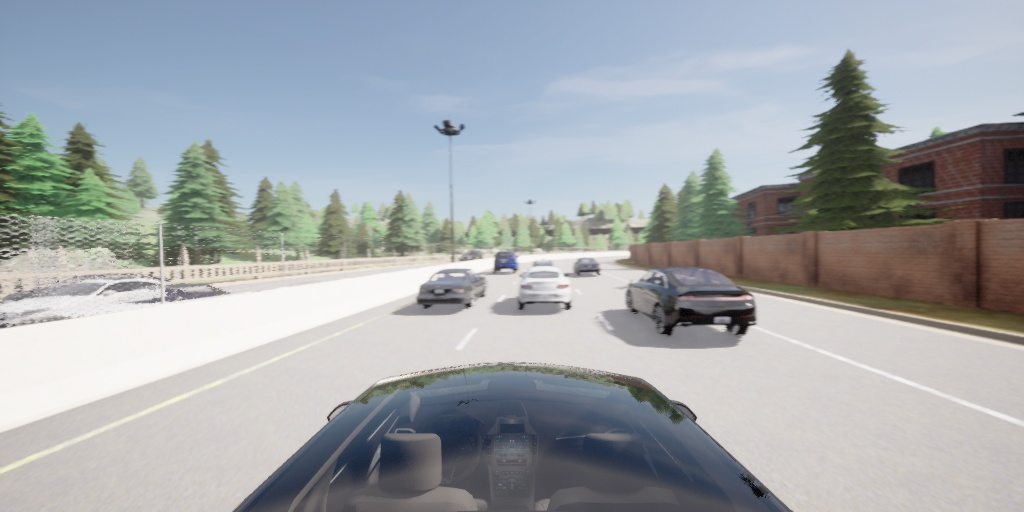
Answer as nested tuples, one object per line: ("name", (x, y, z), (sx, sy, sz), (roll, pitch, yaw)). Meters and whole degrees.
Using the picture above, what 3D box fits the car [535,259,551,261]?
("car", (2.915, 0.885, 33.663), (1.895, 1.301, 4.718), (-1, 1, 5))

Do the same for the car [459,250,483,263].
("car", (-5.689, 0.213, 50.988), (2.150, 2.045, 5.566), (-1, 1, 11))

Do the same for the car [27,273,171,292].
("car", (-13.175, 1.460, 11.617), (1.812, 1.442, 4.674), (-1, 1, 5))

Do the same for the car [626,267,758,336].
("car", (4.400, 1.041, 9.579), (2.128, 1.511, 4.902), (-1, 1, 5))

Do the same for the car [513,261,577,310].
("car", (1.219, 1.099, 13.655), (1.812, 1.442, 4.674), (-1, 1, 5))

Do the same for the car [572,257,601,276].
("car", (6.076, 0.809, 29.520), (2.033, 1.411, 5.357), (-1, 1, 5))

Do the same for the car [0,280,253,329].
("car", (-9.813, 1.478, 9.947), (1.895, 1.301, 4.718), (-1, 1, 5))

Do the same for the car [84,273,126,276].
("car", (-16.469, 1.470, 14.332), (2.128, 1.511, 4.902), (-1, 1, 5))

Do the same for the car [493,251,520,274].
("car", (-0.523, 0.574, 34.624), (2.150, 2.045, 5.566), (-1, 1, 5))

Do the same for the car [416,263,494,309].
("car", (-2.211, 1.190, 14.463), (2.033, 1.411, 5.357), (-1, 1, 5))
